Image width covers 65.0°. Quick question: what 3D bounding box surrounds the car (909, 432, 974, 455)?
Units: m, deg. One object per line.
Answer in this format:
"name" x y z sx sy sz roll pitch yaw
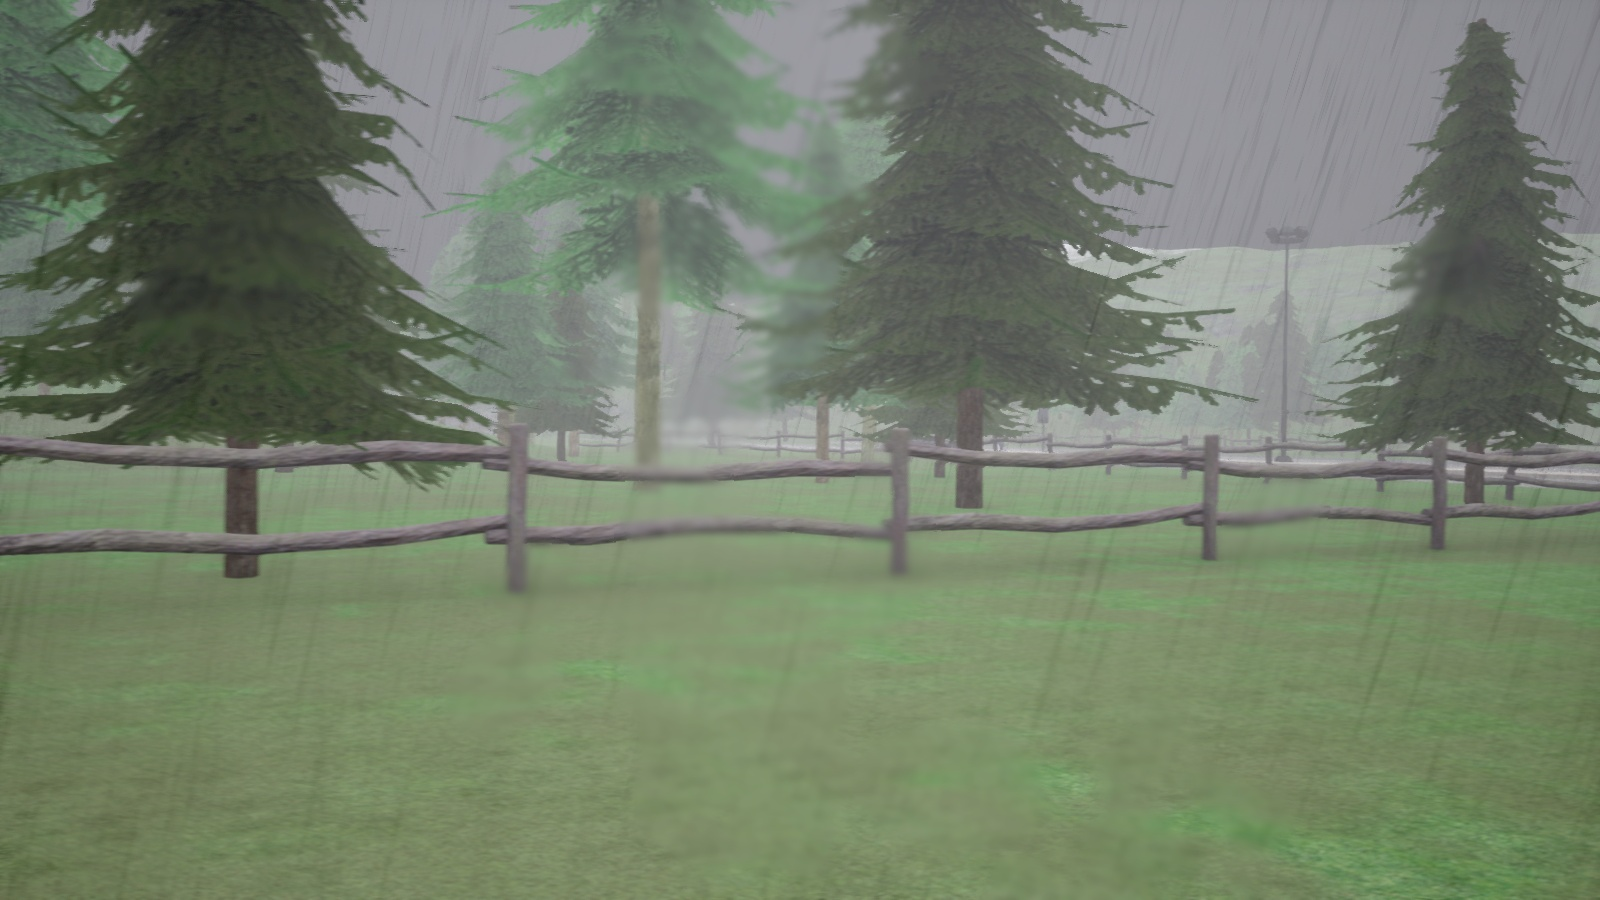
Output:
"car" 8.365 -0.406 74.608 1.895 1.301 4.718 -1 1 -20
